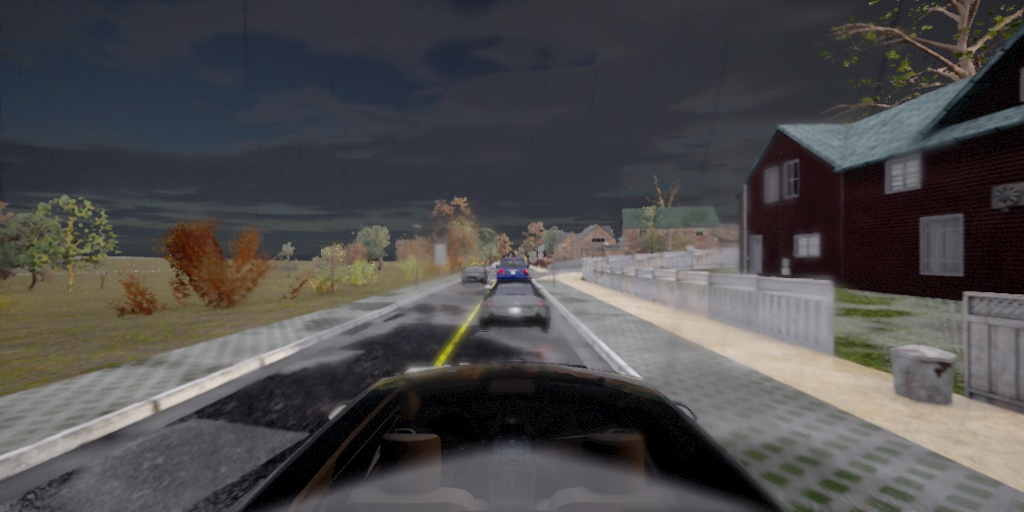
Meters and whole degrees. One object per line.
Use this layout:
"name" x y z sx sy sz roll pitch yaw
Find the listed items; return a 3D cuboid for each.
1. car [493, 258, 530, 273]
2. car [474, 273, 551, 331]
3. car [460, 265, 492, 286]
"car" 0.062 1.168 25.047 2.150 2.045 5.566 0 -1 0
"car" 0.083 1.395 11.285 1.994 1.385 4.181 0 0 0
"car" -2.794 1.480 27.810 1.837 1.490 4.892 0 -1 0
